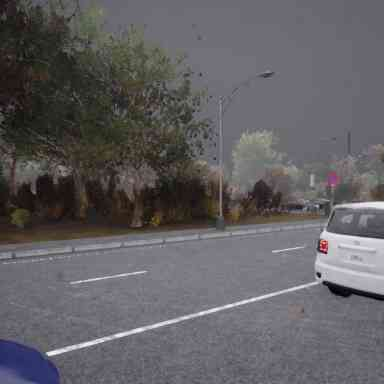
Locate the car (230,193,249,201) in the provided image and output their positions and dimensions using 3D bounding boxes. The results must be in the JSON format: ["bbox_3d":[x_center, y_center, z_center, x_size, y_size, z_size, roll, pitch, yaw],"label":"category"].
[{"bbox_3d":[7.294,1.213,47.085,2.150,2.045,5.566,0,0,-32],"label":"car"}]

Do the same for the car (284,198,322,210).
[{"bbox_3d":[12.539,1.491,38.756,2.128,1.511,4.902,0,0,-33],"label":"car"}]

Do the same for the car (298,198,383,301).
[{"bbox_3d":[5.050,1.221,7.356,5.566,2.045,2.150,0,0,-35],"label":"car"}]

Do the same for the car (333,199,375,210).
[{"bbox_3d":[21.595,1.600,44.484,1.895,1.301,4.718,0,0,-32],"label":"car"}]

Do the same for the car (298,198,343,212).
[{"bbox_3d":[15.569,1.491,40.540,2.128,1.511,4.902,0,0,-32],"label":"car"}]

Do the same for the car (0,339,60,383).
[{"bbox_3d":[-3.070,1.526,1.553,4.674,1.442,1.812,0,0,-36],"label":"car"}]

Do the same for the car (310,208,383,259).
[{"bbox_3d":[7.013,1.505,13.308,4.892,1.490,1.837,0,0,-36],"label":"car"}]
